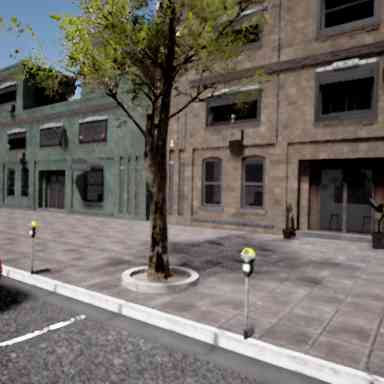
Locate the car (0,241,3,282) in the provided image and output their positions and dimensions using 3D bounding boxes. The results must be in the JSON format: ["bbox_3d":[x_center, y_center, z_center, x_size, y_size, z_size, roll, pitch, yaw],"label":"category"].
[{"bbox_3d":[-6.080,1.070,6.824,5.566,2.045,2.150,1,1,35],"label":"car"}]
